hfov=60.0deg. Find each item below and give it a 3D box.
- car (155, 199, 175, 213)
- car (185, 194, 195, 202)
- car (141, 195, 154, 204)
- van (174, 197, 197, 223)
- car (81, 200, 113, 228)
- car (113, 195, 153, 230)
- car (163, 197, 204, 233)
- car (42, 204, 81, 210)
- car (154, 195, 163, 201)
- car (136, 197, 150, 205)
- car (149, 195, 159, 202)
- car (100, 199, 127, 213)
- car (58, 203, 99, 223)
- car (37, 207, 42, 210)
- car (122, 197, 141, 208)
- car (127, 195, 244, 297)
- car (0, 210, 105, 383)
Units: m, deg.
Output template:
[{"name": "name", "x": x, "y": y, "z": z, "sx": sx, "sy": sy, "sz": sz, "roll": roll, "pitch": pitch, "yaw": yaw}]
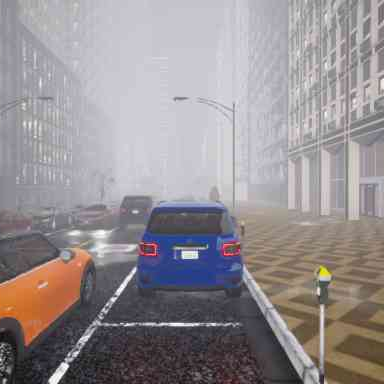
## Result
[{"name": "car", "x": -3.046, "y": 1.557, "z": 38.535, "sx": 1.994, "sy": 1.385, "sz": 4.181, "roll": 0, "pitch": 0, "yaw": 0}, {"name": "car", "x": -0.465, "y": 1.298, "z": 77.509, "sx": 2.192, "sy": 1.841, "sz": 5.009, "roll": -1, "pitch": 0, "yaw": 0}, {"name": "car", "x": -8.845, "y": 1.427, "z": 66.141, "sx": 1.967, "sy": 1.590, "sz": 4.097, "roll": -1, "pitch": 0, "yaw": 0}, {"name": "van", "x": -0.465, "y": 1.336, "z": 26.356, "sx": 1.690, "sy": 1.788, "sz": 3.998, "roll": -1, "pitch": 0, "yaw": 0}, {"name": "car", "x": -6.246, "y": 1.522, "z": 21.983, "sx": 1.812, "sy": 1.442, "sz": 4.674, "roll": 0, "pitch": 0, "yaw": 0}, {"name": "car", "x": -3.148, "y": 1.216, "z": 21.177, "sx": 2.150, "sy": 2.045, "sz": 5.566, "roll": 0, "pitch": 0, "yaw": 0}, {"name": "car", "x": -0.465, "y": 1.311, "z": 20.672, "sx": 2.192, "sy": 1.841, "sz": 5.009, "roll": -1, "pitch": 0, "yaw": 0}, {"name": "car", "x": -8.844, "y": 1.547, "z": 20.672, "sx": 2.008, "sy": 1.369, "sz": 4.403, "roll": -1, "pitch": 0, "yaw": 0}, {"name": "car", "x": -8.844, "y": 1.545, "z": 88.876, "sx": 1.947, "sy": 1.339, "sz": 4.313, "roll": -1, "pitch": 0, "yaw": 0}, {"name": "car", "x": -8.843, "y": 1.570, "z": 60.458, "sx": 1.802, "sy": 1.307, "sz": 4.206, "roll": -1, "pitch": 0, "yaw": 0}, {"name": "car", "x": -8.844, "y": 1.509, "z": 77.339, "sx": 1.752, "sy": 1.417, "sz": 4.829, "roll": -1, "pitch": 0, "yaw": 0}, {"name": "car", "x": -8.844, "y": 1.544, "z": 37.723, "sx": 2.008, "sy": 1.369, "sz": 4.403, "roll": -1, "pitch": 0, "yaw": 0}, {"name": "car", "x": -8.843, "y": 1.577, "z": 26.356, "sx": 1.802, "sy": 1.307, "sz": 4.206, "roll": -1, "pitch": 0, "yaw": 0}, {"name": "car", "x": -8.843, "y": 1.542, "z": 14.989, "sx": 1.887, "sy": 1.381, "sz": 4.507, "roll": -1, "pitch": 0, "yaw": 0}, {"name": "car", "x": -8.843, "y": 1.541, "z": 49.090, "sx": 2.008, "sy": 1.369, "sz": 4.403, "roll": -1, "pitch": 0, "yaw": 0}, {"name": "car", "x": -0.039, "y": 1.226, "z": 8.681, "sx": 2.150, "sy": 2.045, "sz": 5.566, "roll": 0, "pitch": 0, "yaw": 0}, {"name": "car", "x": -3.049, "y": 1.351, "z": 5.116, "sx": 2.097, "sy": 1.767, "sz": 4.553, "roll": 0, "pitch": 0, "yaw": 0}]
